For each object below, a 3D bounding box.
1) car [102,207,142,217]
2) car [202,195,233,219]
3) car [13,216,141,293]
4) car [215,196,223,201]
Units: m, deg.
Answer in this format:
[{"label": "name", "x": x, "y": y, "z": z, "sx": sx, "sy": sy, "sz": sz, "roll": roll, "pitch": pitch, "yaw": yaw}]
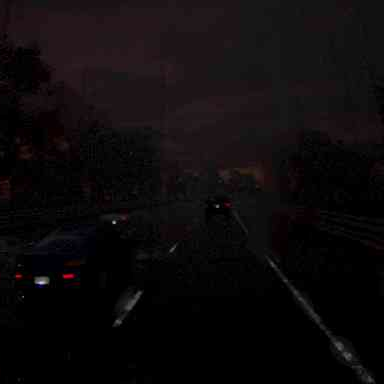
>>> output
[{"label": "car", "x": -5.145, "y": 1.807, "z": 25.061, "sx": 1.895, "sy": 1.301, "sz": 4.718, "roll": -1, "pitch": 0, "yaw": 5}, {"label": "car", "x": 2.368, "y": 1.319, "z": 30.348, "sx": 2.150, "sy": 2.045, "sz": 5.566, "roll": -1, "pitch": 0, "yaw": 5}, {"label": "car", "x": -2.868, "y": 1.617, "z": 8.991, "sx": 1.812, "sy": 1.442, "sz": 4.674, "roll": -1, "pitch": 0, "yaw": 4}, {"label": "car", "x": 7.704, "y": 1.951, "z": 95.057, "sx": 1.895, "sy": 1.301, "sz": 4.718, "roll": -1, "pitch": 0, "yaw": 10}]
